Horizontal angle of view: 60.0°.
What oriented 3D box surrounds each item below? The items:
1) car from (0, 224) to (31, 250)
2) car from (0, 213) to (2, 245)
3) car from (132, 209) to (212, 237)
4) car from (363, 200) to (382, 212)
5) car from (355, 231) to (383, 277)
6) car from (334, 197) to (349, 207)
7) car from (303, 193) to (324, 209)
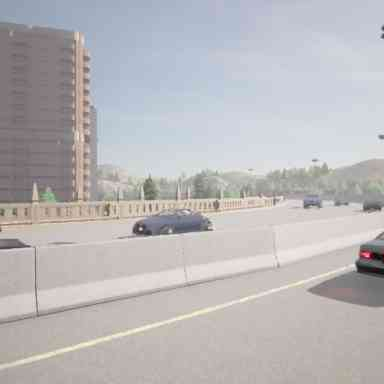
[{"bbox_3d":[-6.580,1.601,8.005,4.718,1.301,1.895,0,0,-36],"label":"car"},{"bbox_3d":[-10.623,1.601,13.699,4.718,1.301,1.895,0,0,-36],"label":"car"},{"bbox_3d":[-0.926,1.564,17.003,4.181,1.385,1.994,0,0,-42],"label":"car"},{"bbox_3d":[20.620,1.600,37.979,1.895,1.301,4.718,0,0,29],"label":"car"},{"bbox_3d":[6.392,1.547,9.147,5.357,1.411,2.033,0,0,-41],"label":"car"},{"bbox_3d":[23.416,1.490,52.032,2.128,1.511,4.902,0,0,21],"label":"car"},{"bbox_3d":[16.489,1.223,45.035,2.150,2.045,5.566,0,0,27],"label":"car"}]
